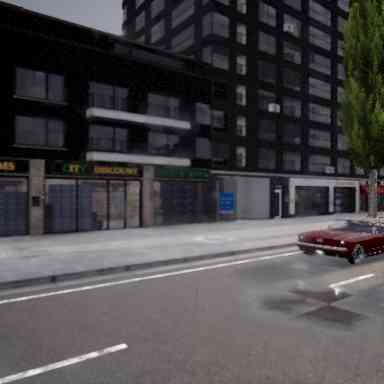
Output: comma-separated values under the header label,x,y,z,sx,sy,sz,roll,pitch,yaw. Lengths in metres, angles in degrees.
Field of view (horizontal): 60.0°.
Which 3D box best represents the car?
label,x,y,z,sx,sy,sz,roll,pitch,yaw
car,5.852,1.606,11.848,4.718,1.301,1.895,0,0,-35
